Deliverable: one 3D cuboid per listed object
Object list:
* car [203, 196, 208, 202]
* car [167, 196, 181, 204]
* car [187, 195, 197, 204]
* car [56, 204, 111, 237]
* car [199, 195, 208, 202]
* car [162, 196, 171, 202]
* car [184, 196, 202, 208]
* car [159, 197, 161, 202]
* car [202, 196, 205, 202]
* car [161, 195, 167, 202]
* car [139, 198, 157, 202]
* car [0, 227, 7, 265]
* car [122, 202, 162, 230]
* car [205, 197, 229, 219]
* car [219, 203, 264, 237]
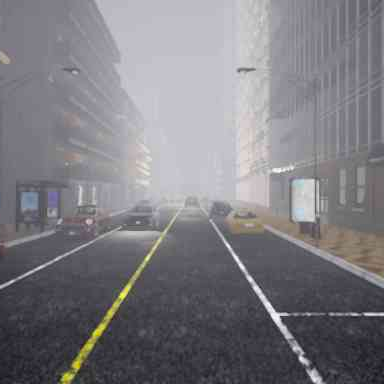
[{"bbox_3d":[2.689,1.548,40.378,1.947,1.339,4.313,0,0,0],"label":"car"},{"bbox_3d":[-3.027,1.475,63.054,2.128,1.511,4.902,0,0,1],"label":"car"},{"bbox_3d":[-0.001,1.463,65.109,1.882,1.535,5.008,0,0,0],"label":"car"},{"bbox_3d":[-5.691,1.430,17.784,1.967,1.590,4.097,0,0,0],"label":"car"},{"bbox_3d":[2.687,1.537,79.918,2.008,1.369,4.403,0,0,0],"label":"car"},{"bbox_3d":[-5.693,1.566,74.268,1.802,1.307,4.206,0,0,0],"label":"car"},{"bbox_3d":[0.013,1.332,47.731,2.097,1.767,4.553,0,0,0],"label":"car"},{"bbox_3d":[-5.692,1.506,45.856,1.752,1.417,4.829,0,0,0],"label":"car"},{"bbox_3d":[2.688,1.528,68.620,1.887,1.381,4.507,0,0,0],"label":"car"},{"bbox_3d":[-5.692,1.423,68.620,1.967,1.590,4.097,0,0,0],"label":"car"},{"bbox_3d":[-5.692,1.547,40.377,1.947,1.339,4.313,0,0,0],"label":"car"},{"bbox_3d":[-5.692,1.311,6.486,2.192,1.841,5.009,0,0,0],"label":"car"},{"bbox_3d":[-3.100,1.552,21.038,1.994,1.385,4.181,0,0,0],"label":"car"},{"bbox_3d":[2.359,1.463,28.590,1.882,1.535,5.008,0,0,0],"label":"car"},{"bbox_3d":[2.689,1.516,17.954,1.752,1.417,4.829,0,0,0],"label":"car"}]
